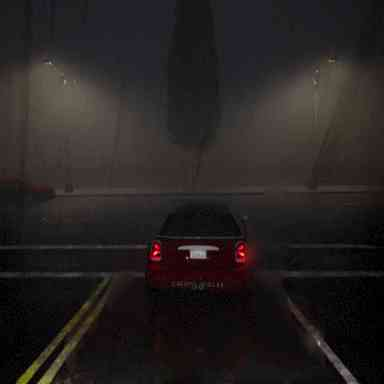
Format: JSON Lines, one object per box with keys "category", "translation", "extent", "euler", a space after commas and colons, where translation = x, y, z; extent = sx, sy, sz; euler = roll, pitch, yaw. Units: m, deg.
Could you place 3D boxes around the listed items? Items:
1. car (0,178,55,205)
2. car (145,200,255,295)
{"category": "car", "translation": [-10.592, -0.095, 19.316], "extent": [5.008, 1.535, 1.882], "euler": [-1, 7, 0]}
{"category": "car", "translation": [0.325, 0.978, 8.116], "extent": [2.097, 1.767, 4.553], "euler": [0, 5, 6]}
